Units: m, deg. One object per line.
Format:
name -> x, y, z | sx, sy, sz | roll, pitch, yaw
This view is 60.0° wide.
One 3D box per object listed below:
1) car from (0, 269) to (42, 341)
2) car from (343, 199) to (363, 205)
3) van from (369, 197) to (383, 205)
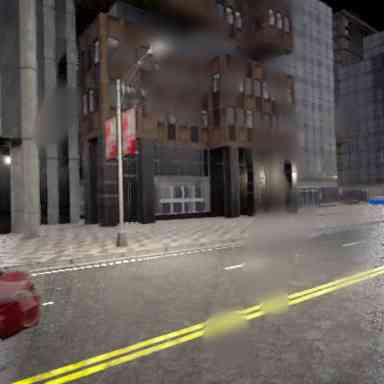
car -> -4.490, 1.676, 4.287 | 4.674, 1.442, 1.812 | 0, -1, -38
car -> 35.007, 2.211, 72.390 | 1.802, 1.307, 4.206 | -1, -1, -38
van -> 38.461, 1.870, 67.927 | 1.690, 1.788, 3.998 | -1, -1, -38
